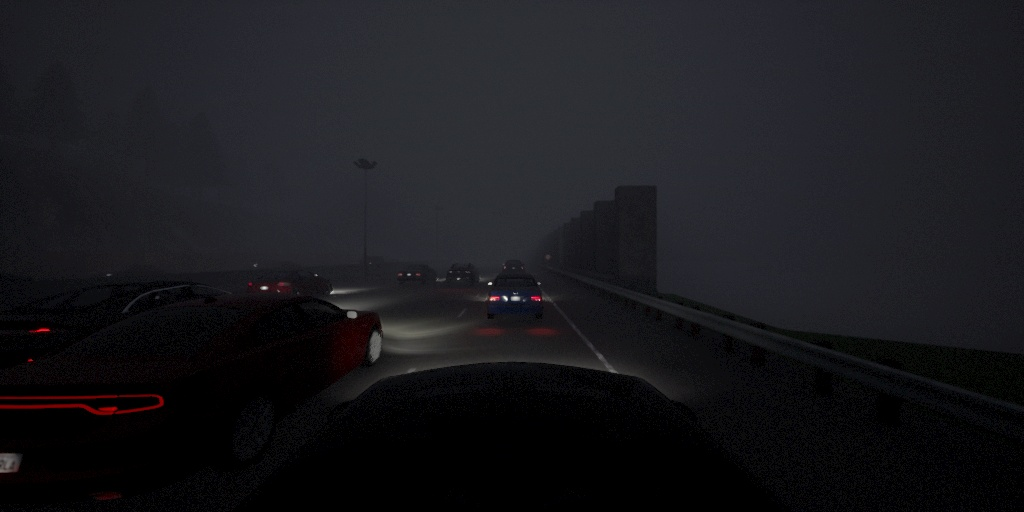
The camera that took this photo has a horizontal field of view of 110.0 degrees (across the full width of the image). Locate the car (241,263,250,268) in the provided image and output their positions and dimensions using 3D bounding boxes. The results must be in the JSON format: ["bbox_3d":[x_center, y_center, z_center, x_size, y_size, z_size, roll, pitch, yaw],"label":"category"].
[{"bbox_3d":[-31.305,1.103,44.689,2.097,1.767,4.553,0,0,2],"label":"car"}]

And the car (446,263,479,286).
[{"bbox_3d":[-3.395,1.242,25.199,2.128,1.511,4.902,0,0,0],"label":"car"}]

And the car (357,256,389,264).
[{"bbox_3d":[-20.598,0.971,52.801,2.150,2.045,5.566,0,0,2],"label":"car"}]

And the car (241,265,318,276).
[{"bbox_3d":[-10.399,1.314,17.064,1.994,1.385,4.181,0,0,0],"label":"car"}]

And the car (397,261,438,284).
[{"bbox_3d":[-6.893,1.298,26.526,2.033,1.411,5.357,0,0,0],"label":"car"}]

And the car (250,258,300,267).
[{"bbox_3d":[-24.454,1.229,37.670,1.882,1.535,5.008,0,0,1],"label":"car"}]

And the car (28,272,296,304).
[{"bbox_3d":[-6.898,1.242,7.128,2.128,1.511,4.902,0,0,0],"label":"car"}]

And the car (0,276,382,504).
[{"bbox_3d":[-3.400,1.228,4.871,1.882,1.535,5.008,0,0,0],"label":"car"}]

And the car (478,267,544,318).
[{"bbox_3d":[0.101,1.298,13.019,2.033,1.411,5.357,0,0,0],"label":"car"}]

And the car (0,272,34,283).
[{"bbox_3d":[-21.097,1.242,13.135,2.128,1.511,4.902,0,0,0],"label":"car"}]

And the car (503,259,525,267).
[{"bbox_3d":[0.177,1.103,34.258,2.097,1.767,4.553,0,0,1],"label":"car"}]

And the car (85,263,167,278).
[{"bbox_3d":[-28.073,1.276,26.334,1.812,1.442,4.674,0,0,0],"label":"car"}]
